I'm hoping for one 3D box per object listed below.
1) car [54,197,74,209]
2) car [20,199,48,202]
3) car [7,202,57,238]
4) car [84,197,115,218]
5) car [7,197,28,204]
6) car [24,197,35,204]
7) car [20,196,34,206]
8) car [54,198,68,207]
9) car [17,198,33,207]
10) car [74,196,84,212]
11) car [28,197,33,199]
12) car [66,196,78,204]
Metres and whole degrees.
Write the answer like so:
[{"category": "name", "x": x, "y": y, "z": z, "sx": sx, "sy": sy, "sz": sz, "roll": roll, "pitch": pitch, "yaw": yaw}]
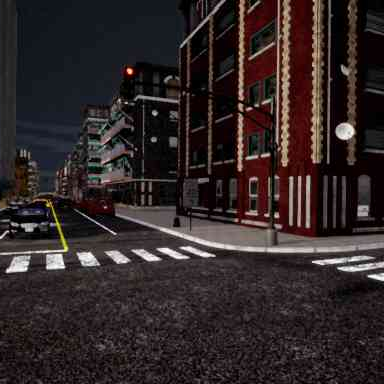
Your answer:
[{"category": "car", "x": -17.869, "y": 1.641, "z": 46.512, "sx": 1.837, "sy": 1.490, "sz": 4.892, "roll": 1, "pitch": 0, "yaw": -24}, {"category": "car", "x": -12.422, "y": 1.571, "z": 26.687, "sx": 1.812, "sy": 1.442, "sz": 4.674, "roll": 1, "pitch": 0, "yaw": -23}, {"category": "car", "x": -8.603, "y": 1.513, "z": 17.850, "sx": 2.128, "sy": 1.511, "sz": 4.902, "roll": 1, "pitch": 0, "yaw": -23}, {"category": "car", "x": -8.496, "y": 1.440, "z": 31.156, "sx": 2.192, "sy": 1.841, "sz": 5.009, "roll": 1, "pitch": 0, "yaw": -24}, {"category": "car", "x": -20.188, "y": 1.597, "z": 38.266, "sx": 2.008, "sy": 1.369, "sz": 4.403, "roll": 1, "pitch": 0, "yaw": -24}, {"category": "car", "x": -33.701, "y": 1.711, "z": 68.983, "sx": 1.802, "sy": 1.307, "sz": 4.206, "roll": 1, "pitch": 0, "yaw": -24}, {"category": "car", "x": -29.158, "y": 1.542, "z": 58.759, "sx": 1.967, "sy": 1.590, "sz": 4.097, "roll": 1, "pitch": 0, "yaw": -24}, {"category": "car", "x": -21.906, "y": 1.724, "z": 55.530, "sx": 1.994, "sy": 1.385, "sz": 4.181, "roll": 1, "pitch": 0, "yaw": -24}, {"category": "car", "x": -26.885, "y": 1.639, "z": 53.650, "sx": 2.008, "sy": 1.369, "sz": 4.403, "roll": 1, "pitch": 0, "yaw": -24}, {"category": "car", "x": -12.960, "y": 1.468, "z": 41.412, "sx": 2.192, "sy": 1.841, "sz": 5.009, "roll": 1, "pitch": 0, "yaw": -24}, {"category": "car", "x": -16.545, "y": 1.551, "z": 36.329, "sx": 1.882, "sy": 1.535, "sz": 5.008, "roll": 1, "pitch": 0, "yaw": -24}, {"category": "car", "x": -25.444, "y": 1.675, "z": 70.410, "sx": 1.967, "sy": 1.590, "sz": 4.097, "roll": 1, "pitch": 0, "yaw": -24}]
